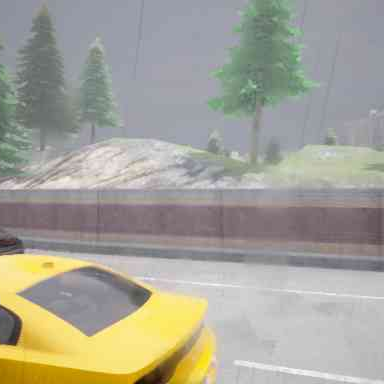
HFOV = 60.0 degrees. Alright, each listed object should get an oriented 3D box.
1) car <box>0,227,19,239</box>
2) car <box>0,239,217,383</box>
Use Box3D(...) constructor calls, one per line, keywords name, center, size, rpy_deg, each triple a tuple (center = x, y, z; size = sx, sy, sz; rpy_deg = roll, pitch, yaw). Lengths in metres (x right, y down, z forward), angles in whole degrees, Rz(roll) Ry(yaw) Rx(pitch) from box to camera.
Box3D(name="car", center=(-6.823, 1.505, 8.955), size=(4.892, 1.490, 1.837), rpy_deg=(0, 0, 20))
Box3D(name="car", center=(-2.245, 1.477, 3.640), size=(5.008, 1.535, 1.882), rpy_deg=(0, 0, 18))
